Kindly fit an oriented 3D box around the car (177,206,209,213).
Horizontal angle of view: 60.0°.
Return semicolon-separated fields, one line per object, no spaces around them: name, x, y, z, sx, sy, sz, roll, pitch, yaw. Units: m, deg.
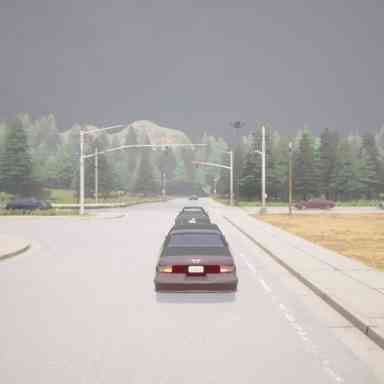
car;0.066;1.533;19.554;1.994;1.385;4.181;0;0;1

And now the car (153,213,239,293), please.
car;0.084;1.537;8.947;2.033;1.411;5.357;0;0;0

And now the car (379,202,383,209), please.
car;25.041;1.404;39.990;4.674;1.442;1.812;0;0;1

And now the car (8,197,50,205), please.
car;-18.042;1.387;37.115;4.553;1.767;2.097;0;0;1

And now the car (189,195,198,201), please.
car;0.257;1.468;81.837;1.895;1.301;4.718;0;0;2

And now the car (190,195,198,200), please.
car;0.624;1.409;91.817;1.994;1.385;4.181;0;0;2

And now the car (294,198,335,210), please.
car;14.762;1.440;40.184;4.674;1.442;1.812;0;0;1
